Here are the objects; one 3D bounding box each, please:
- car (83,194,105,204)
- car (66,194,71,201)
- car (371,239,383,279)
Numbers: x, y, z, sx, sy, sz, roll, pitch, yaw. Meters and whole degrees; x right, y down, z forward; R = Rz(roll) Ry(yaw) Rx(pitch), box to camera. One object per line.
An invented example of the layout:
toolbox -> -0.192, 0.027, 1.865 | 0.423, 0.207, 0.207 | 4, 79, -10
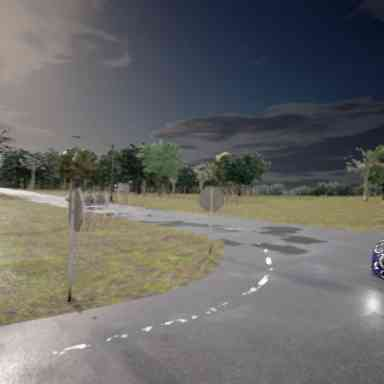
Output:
car -> -14.498, 1.000, 49.360 | 2.128, 1.511, 4.902 | 2, 0, -35
car -> -20.293, 0.918, 57.548 | 1.895, 1.301, 4.718 | 2, 0, -35
car -> 6.611, 1.350, 8.548 | 4.553, 1.767, 2.097 | 1, 0, -35
